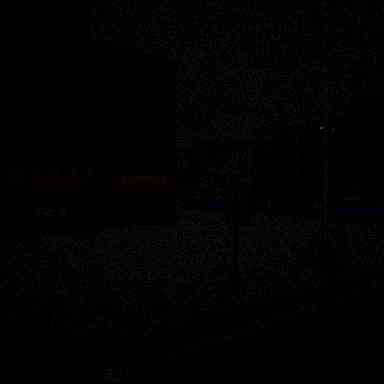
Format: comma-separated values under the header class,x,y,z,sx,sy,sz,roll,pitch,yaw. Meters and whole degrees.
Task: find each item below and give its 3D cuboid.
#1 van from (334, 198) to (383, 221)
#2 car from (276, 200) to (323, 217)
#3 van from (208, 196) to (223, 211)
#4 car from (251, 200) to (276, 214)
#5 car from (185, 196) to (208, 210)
class,x,y,z,sx,sy,sz,roll,pitch,yaw
van,13.790,1.401,27.394,1.690,1.788,3.998,0,0,-36
car,10.606,1.515,31.847,1.967,1.590,4.097,0,0,-36
van,4.236,1.449,40.756,1.690,1.788,3.998,0,0,-36
car,7.421,1.531,36.302,1.967,1.590,4.097,0,0,-36
car,1.052,1.441,45.208,2.192,1.841,5.009,0,0,-36
